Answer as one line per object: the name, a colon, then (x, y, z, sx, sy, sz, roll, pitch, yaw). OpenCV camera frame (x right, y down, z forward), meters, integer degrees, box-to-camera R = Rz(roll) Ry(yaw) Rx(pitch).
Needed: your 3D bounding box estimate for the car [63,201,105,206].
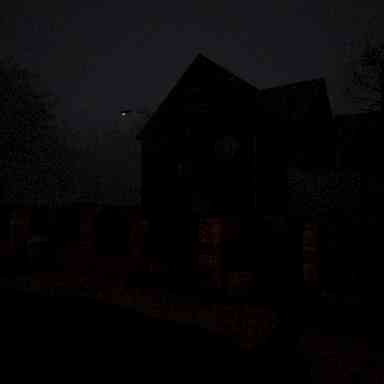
car: (-10.709, 1.582, 30.870, 1.837, 1.490, 4.892, 0, -1, 35)

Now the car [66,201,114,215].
car: (-10.981, 1.694, 36.112, 1.895, 1.301, 4.718, 0, 0, 35)
